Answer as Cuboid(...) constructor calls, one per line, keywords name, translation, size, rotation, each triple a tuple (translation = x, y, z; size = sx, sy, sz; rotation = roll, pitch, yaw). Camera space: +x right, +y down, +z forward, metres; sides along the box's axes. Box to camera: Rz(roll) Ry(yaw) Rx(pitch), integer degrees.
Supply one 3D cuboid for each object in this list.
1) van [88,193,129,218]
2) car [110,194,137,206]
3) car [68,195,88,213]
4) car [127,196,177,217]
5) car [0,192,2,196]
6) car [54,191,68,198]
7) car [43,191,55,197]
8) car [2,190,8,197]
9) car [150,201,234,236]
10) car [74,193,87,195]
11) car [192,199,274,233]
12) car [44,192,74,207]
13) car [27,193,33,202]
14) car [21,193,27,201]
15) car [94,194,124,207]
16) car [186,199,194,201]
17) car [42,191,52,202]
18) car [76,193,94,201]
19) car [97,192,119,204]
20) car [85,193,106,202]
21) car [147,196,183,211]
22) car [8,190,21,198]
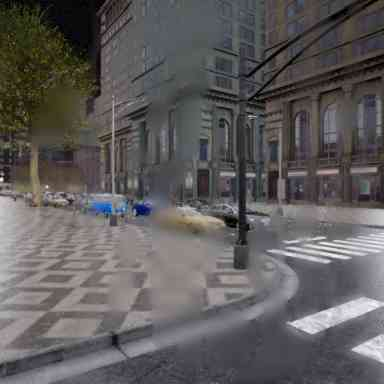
Cuboid(name="van", translation=(-6.755, 1.091, 27.122), size=(1.690, 1.788, 3.998), rotation=(1, 0, -35))
Cuboid(name="car", translation=(-9.520, 1.074, 45.815), size=(2.008, 1.369, 4.403), rotation=(1, 0, -35))
Cuboid(name="car", translation=(-9.997, 1.230, 31.711), size=(2.008, 1.369, 4.403), rotation=(1, 0, -35))
Cuboid(name="car", translation=(-3.057, 1.258, 26.485), size=(1.882, 1.535, 5.008), rotation=(0, 1, -35))
Cuboid(name="car", translation=(-45.645, 0.254, 82.186), size=(1.967, 1.590, 4.097), rotation=(1, 0, -35))
Cuboid(name="car", translation=(-28.963, 0.587, 73.342), size=(1.887, 1.381, 4.507), rotation=(1, 0, -35))
Cuboid(name="car", translation=(-35.445, 0.471, 82.518), size=(1.802, 1.307, 4.206), rotation=(1, 0, -35))
Cuboid(name="car", translation=(-42.404, 0.330, 77.597), size=(1.967, 1.590, 4.097), rotation=(1, 0, -35))
Cuboid(name="car", translation=(-0.176, 1.398, 17.802), size=(1.752, 1.417, 4.829), rotation=(1, 0, -35))
Cuboid(name="car", translation=(-14.843, 1.013, 43.251), size=(1.837, 1.490, 4.892), rotation=(0, 1, -35))
Cuboid(name="car", translation=(2.385, 1.371, 18.789), size=(2.128, 1.511, 4.902), rotation=(0, 1, -36))
Cuboid(name="car", translation=(-16.382, 1.051, 40.753), size=(1.752, 1.417, 4.829), rotation=(1, 0, -35))
Cuboid(name="car", translation=(-22.961, 0.911, 50.068), size=(2.008, 1.369, 4.403), rotation=(1, 0, -35))
Cuboid(name="car", translation=(-26.202, 0.830, 54.656), size=(2.008, 1.369, 4.403), rotation=(1, 0, -35))
Cuboid(name="car", translation=(-10.811, 1.037, 43.008), size=(2.128, 1.511, 4.902), rotation=(0, 1, -35))
Cuboid(name="car", translation=(0.202, 1.315, 32.048), size=(1.947, 1.339, 4.313), rotation=(1, 0, -35))
Cuboid(name="car", translation=(-19.720, 0.992, 45.480), size=(2.008, 1.369, 4.403), rotation=(1, 0, -35))
Cuboid(name="car", translation=(-19.242, 0.861, 59.579), size=(1.802, 1.307, 4.206), rotation=(1, 0, -35))
Cuboid(name="car", translation=(-12.759, 0.881, 50.403), size=(1.967, 1.590, 4.097), rotation=(1, 0, -35))
Cuboid(name="car", translation=(-16.001, 0.910, 54.991), size=(2.008, 1.369, 4.403), rotation=(1, 0, -35))
Cuboid(name="car", translation=(-3.037, 1.224, 36.636), size=(1.887, 1.381, 4.507), rotation=(1, 0, -35))
Cuboid(name="car", translation=(-35.922, 0.483, 68.420), size=(1.967, 1.590, 4.097), rotation=(1, 0, -35))
